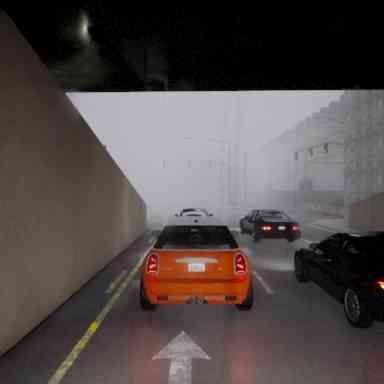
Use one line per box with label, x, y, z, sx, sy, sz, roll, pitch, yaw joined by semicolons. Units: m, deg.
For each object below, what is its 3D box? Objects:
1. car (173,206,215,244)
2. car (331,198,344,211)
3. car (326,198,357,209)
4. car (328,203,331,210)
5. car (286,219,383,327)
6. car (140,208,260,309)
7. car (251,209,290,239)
car;0.095;1.525;16.691;1.812;1.442;4.674;0;0;0
car;17.424;1.451;34.254;2.038;1.542;4.974;0;0;-35
car;17.563;1.293;38.898;1.853;1.218;4.536;0;0;45
car;17.527;1.451;38.861;2.038;1.542;4.974;0;0;45
car;3.585;1.525;6.870;1.812;1.442;4.674;0;0;0
car;0.087;1.352;8.013;2.097;1.767;4.553;0;0;0
car;3.628;1.547;16.362;2.033;1.411;5.357;0;0;-3
